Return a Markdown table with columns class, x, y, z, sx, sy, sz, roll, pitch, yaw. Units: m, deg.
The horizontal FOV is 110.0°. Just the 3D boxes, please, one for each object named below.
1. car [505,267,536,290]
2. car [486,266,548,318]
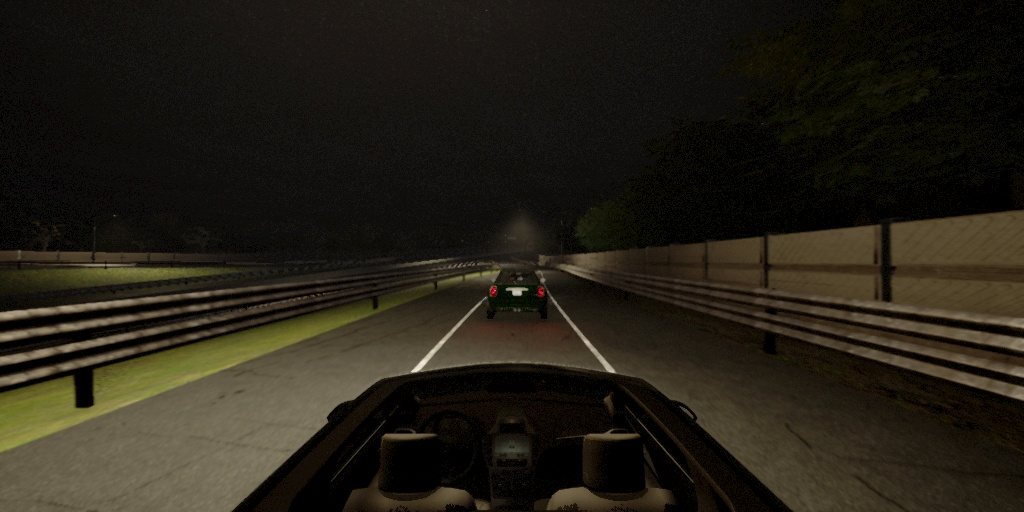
| class | x | y | z | sx | sy | sz | roll | pitch | yaw |
| --- | --- | --- | --- | --- | --- | --- | --- | --- | --- |
| car | 0.748 | 1.616 | 26.825 | 2.033 | 1.411 | 5.357 | 0 | -1 | 4 |
| car | 0.247 | 1.256 | 13.882 | 2.097 | 1.767 | 4.553 | 0 | -1 | 2 |
